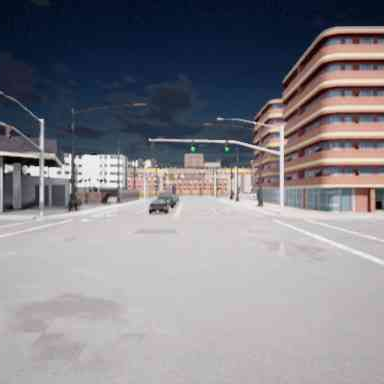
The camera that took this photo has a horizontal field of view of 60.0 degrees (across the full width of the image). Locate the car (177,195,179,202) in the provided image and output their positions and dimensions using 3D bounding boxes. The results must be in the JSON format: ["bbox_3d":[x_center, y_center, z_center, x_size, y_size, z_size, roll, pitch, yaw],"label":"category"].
[{"bbox_3d":[-3.587,1.175,54.416,2.097,1.767,4.553,0,0,0],"label":"car"}]

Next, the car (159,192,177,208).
[{"bbox_3d":[-3.476,1.078,44.372,2.150,2.045,5.566,0,0,-1],"label":"car"}]

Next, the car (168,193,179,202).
[{"bbox_3d":[-3.726,1.129,68.865,2.097,1.767,4.553,0,0,-1],"label":"car"}]

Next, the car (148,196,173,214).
[{"bbox_3d":[-3.324,1.436,34.158,2.033,1.411,5.357,0,0,-2],"label":"car"}]
